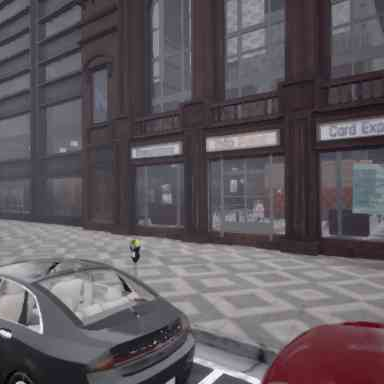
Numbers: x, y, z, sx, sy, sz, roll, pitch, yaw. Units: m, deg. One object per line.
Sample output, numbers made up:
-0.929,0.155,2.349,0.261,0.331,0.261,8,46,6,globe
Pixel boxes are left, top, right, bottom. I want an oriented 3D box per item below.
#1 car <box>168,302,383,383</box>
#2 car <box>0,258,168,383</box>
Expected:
2.571,1.312,1.025,5.009,1.841,2.192,0,-1,36,car
-2.009,1.549,4.289,4.403,1.369,2.008,0,-1,36,car
